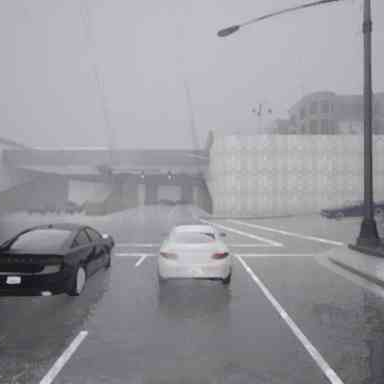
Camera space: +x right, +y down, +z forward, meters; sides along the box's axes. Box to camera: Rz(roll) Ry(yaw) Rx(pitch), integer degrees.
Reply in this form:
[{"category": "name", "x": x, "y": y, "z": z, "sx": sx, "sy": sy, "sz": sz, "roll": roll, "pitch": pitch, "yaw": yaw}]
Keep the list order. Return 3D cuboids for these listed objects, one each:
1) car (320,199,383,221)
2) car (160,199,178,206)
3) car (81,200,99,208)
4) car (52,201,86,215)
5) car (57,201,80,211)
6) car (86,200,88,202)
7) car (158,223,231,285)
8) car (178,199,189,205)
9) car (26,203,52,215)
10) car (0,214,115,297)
[{"category": "car", "x": 12.191, "y": 1.302, "z": 25.070, "sx": 4.718, "sy": 1.301, "sz": 1.895, "roll": -6, "pitch": -1, "yaw": 0}, {"category": "car", "x": -4.971, "y": 2.392, "z": 72.374, "sx": 1.994, "sy": 1.385, "sz": 4.181, "roll": 0, "pitch": -1, "yaw": 5}, {"category": "car", "x": -18.957, "y": 2.198, "z": 62.018, "sx": 1.882, "sy": 1.535, "sz": 5.008, "roll": 0, "pitch": -1, "yaw": -1}, {"category": "car", "x": -14.922, "y": 1.999, "z": 40.621, "sx": 1.812, "sy": 1.442, "sz": 4.674, "roll": 0, "pitch": -1, "yaw": -2}, {"category": "car", "x": -18.699, "y": 2.094, "z": 50.684, "sx": 1.837, "sy": 1.490, "sz": 4.892, "roll": 0, "pitch": -1, "yaw": -1}, {"category": "car", "x": -15.177, "y": 2.085, "z": 49.872, "sx": 1.837, "sy": 1.490, "sz": 4.892, "roll": 0, "pitch": -1, "yaw": -1}, {"category": "car", "x": 0.061, "y": 1.642, "z": 9.742, "sx": 1.812, "sy": 1.442, "sz": 4.674, "roll": 0, "pitch": -1, "yaw": 0}, {"category": "car", "x": -2.439, "y": 2.501, "z": 81.885, "sx": 1.994, "sy": 1.385, "sz": 4.181, "roll": 0, "pitch": -1, "yaw": 28}, {"category": "car", "x": -18.441, "y": 2.027, "z": 41.202, "sx": 2.033, "sy": 1.411, "sz": 5.357, "roll": 0, "pitch": -1, "yaw": -2}, {"category": "car", "x": -3.436, "y": 1.582, "z": 8.894, "sx": 1.882, "sy": 1.535, "sz": 5.008, "roll": 0, "pitch": -1, "yaw": 0}]
